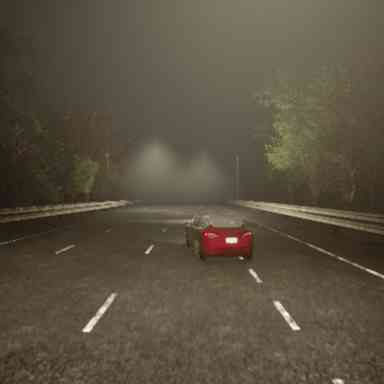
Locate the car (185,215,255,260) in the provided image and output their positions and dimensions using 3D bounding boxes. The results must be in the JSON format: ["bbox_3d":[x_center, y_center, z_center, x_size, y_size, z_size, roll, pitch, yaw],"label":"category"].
[{"bbox_3d":[0.924,1.619,13.007,2.163,1.488,4.792,0,-1,-9],"label":"car"}]
